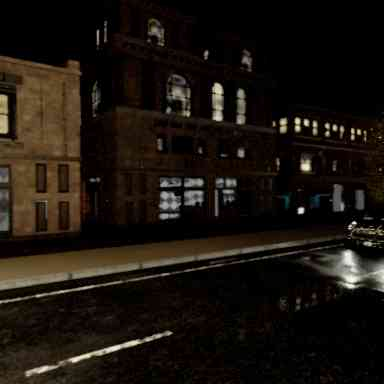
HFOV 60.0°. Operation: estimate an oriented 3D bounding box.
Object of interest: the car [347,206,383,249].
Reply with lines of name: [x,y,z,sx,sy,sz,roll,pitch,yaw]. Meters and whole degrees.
car: [8.349,1.328,13.629,4.553,1.767,2.097,0,0,-35]
